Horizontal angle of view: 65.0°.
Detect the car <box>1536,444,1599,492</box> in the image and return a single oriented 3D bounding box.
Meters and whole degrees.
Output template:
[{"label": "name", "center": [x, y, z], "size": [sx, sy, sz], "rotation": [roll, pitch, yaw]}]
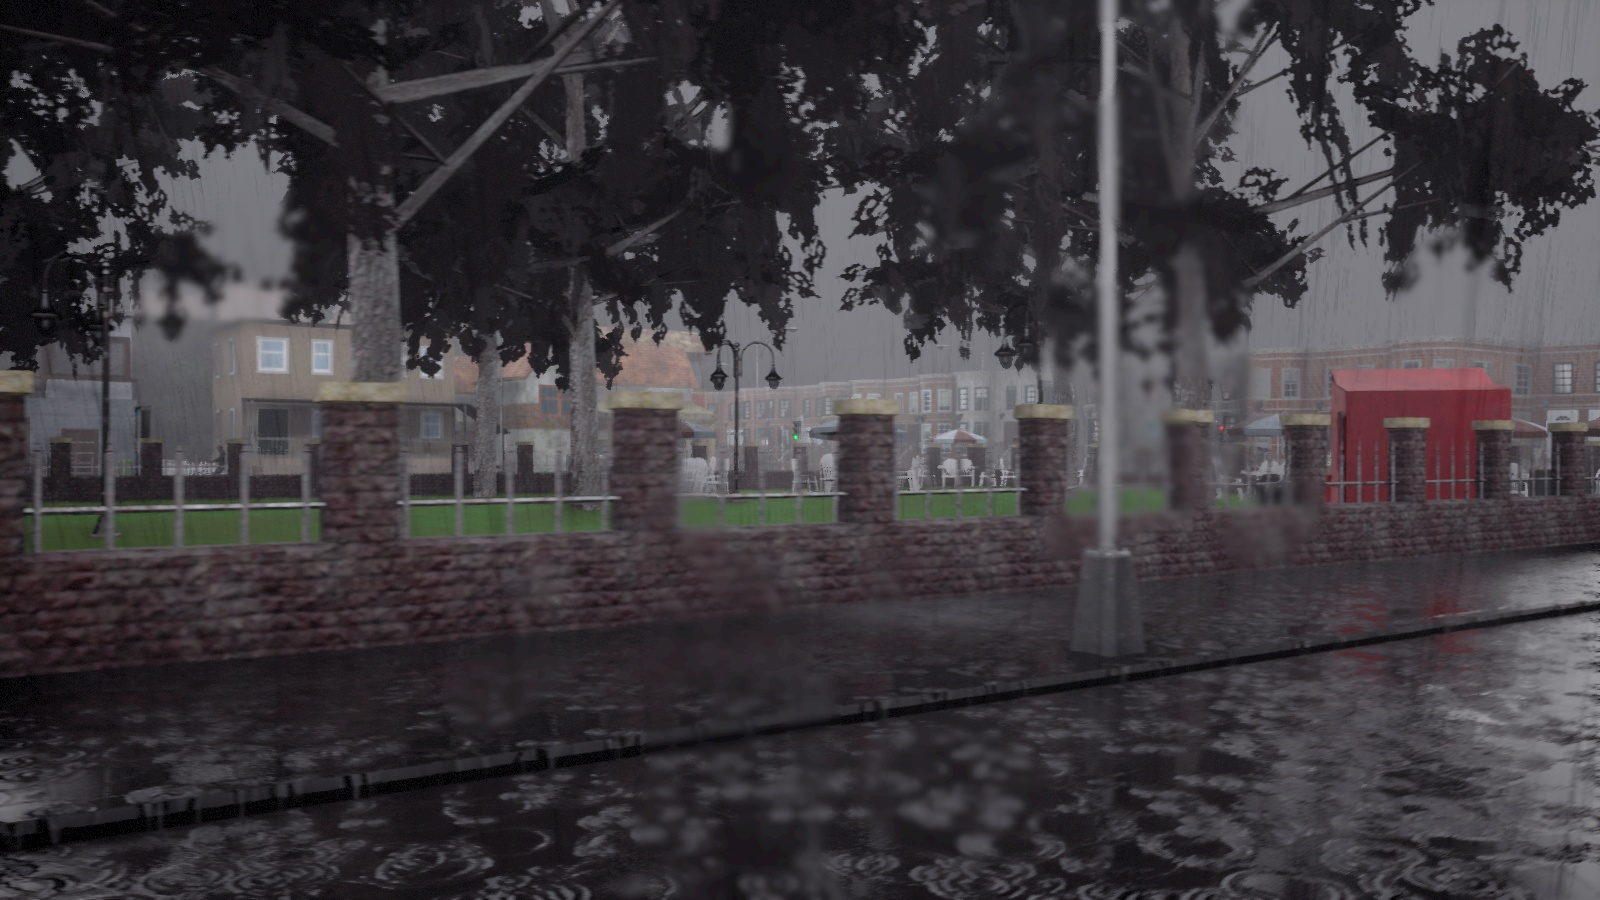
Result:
[{"label": "car", "center": [29.012, 0.637, 44.438], "size": [2.242, 1.667, 4.611], "rotation": [0, 0, -35]}]
